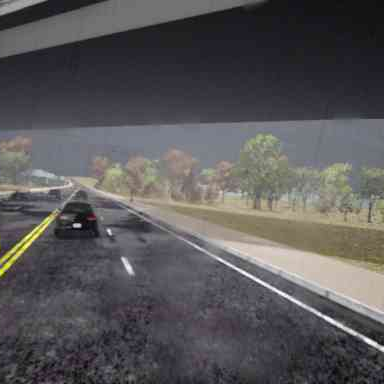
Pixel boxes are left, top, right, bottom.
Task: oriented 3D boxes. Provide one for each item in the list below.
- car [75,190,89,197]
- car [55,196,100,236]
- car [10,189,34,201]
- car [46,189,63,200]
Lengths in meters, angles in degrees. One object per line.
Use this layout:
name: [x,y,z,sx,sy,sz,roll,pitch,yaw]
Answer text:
car: [-15.931,0.520,47.972,1.837,1.490,4.892,4,0,-18]
car: [-5.470,1.185,16.010,1.812,1.442,4.674,4,0,-18]
car: [-20.160,0.327,39.519,1.895,1.301,4.718,4,0,-18]
car: [-18.504,0.346,44.927,1.837,1.490,4.892,4,0,-18]
